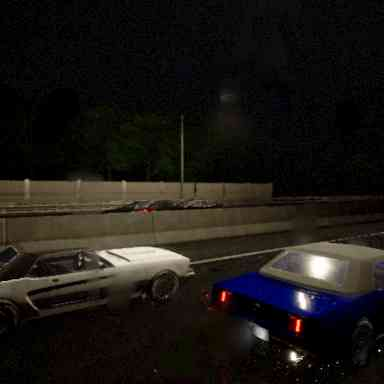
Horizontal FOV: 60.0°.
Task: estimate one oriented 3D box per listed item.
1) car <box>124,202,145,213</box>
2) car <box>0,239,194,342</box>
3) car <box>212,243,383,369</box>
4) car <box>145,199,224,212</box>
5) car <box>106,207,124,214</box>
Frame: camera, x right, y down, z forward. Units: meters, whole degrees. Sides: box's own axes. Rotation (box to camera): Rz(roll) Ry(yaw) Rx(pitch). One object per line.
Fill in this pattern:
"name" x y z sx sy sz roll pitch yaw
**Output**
"car" -2.113 1.347 23.858 4.553 1.767 2.097 0 0 -36
"car" -2.301 1.589 6.404 4.718 1.301 1.895 0 0 -36
"car" 2.714 1.565 5.683 4.718 1.301 1.895 0 0 -36
"car" -0.106 1.174 20.992 4.902 1.511 2.128 0 0 -36
"car" -4.173 1.480 26.688 5.357 1.411 2.033 0 0 -35
